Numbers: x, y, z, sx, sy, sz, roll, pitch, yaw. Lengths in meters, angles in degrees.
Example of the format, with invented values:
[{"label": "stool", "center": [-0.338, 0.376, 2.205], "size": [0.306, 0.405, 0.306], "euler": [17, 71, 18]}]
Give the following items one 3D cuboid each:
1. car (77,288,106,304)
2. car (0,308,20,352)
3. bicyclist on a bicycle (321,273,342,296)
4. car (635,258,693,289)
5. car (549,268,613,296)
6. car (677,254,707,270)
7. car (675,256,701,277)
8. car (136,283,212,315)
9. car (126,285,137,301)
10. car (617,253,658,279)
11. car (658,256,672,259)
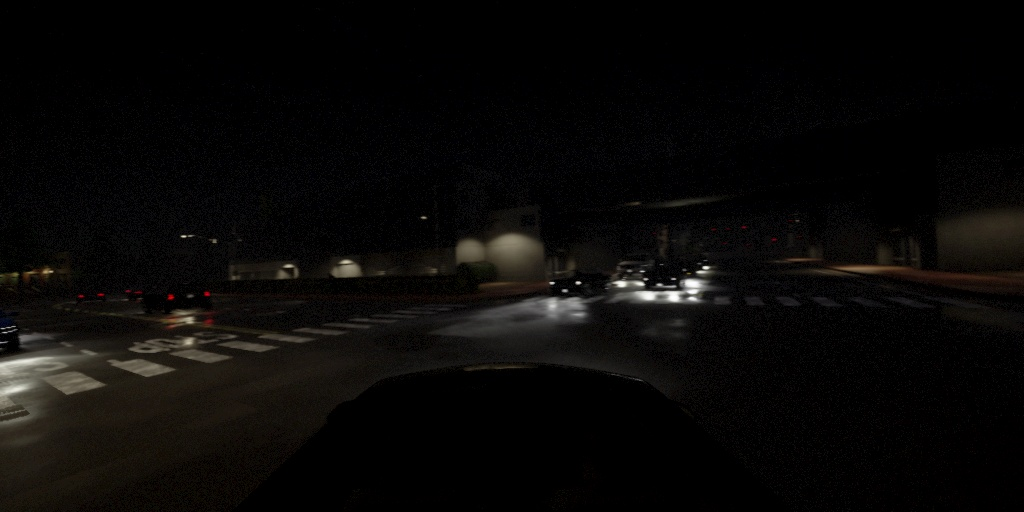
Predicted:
[{"label": "car", "center": [-41.811, 3.919, 35.676], "size": [5.357, 1.411, 2.033], "euler": [-4, -1, 41]}, {"label": "car", "center": [-17.061, 2.241, 11.077], "size": [5.008, 1.535, 1.882], "euler": [-3, -1, 31]}, {"label": "bicyclist on a bicycle", "center": [-13.164, 2.048, 26.228], "size": [0.582, 1.620, 1.656], "euler": [-3, -1, 31]}, {"label": "car", "center": [8.985, 1.064, 20.891], "size": [2.033, 1.411, 5.357], "euler": [-3, -1, 31]}, {"label": "car", "center": [3.847, 1.372, 19.620], "size": [1.895, 1.301, 4.718], "euler": [-3, -1, 34]}, {"label": "car", "center": [19.053, 0.676, 37.796], "size": [1.882, 1.535, 5.008], "euler": [-3, -1, 31]}, {"label": "car", "center": [13.886, 0.963, 29.130], "size": [1.895, 1.301, 4.718], "euler": [-3, -1, 31]}, {"label": "car", "center": [-19.815, 2.385, 21.157], "size": [4.553, 1.767, 2.097], "euler": [-3, -1, 31]}, {"label": "car", "center": [-36.891, 3.681, 36.046], "size": [4.181, 1.385, 1.994], "euler": [-4, -1, 37]}, {"label": "car", "center": [10.560, 0.776, 30.414], "size": [2.150, 2.045, 5.566], "euler": [-3, -1, 31]}, {"label": "car", "center": [15.930, 0.888, 39.377], "size": [1.837, 1.490, 4.892], "euler": [-3, -1, 31]}]
